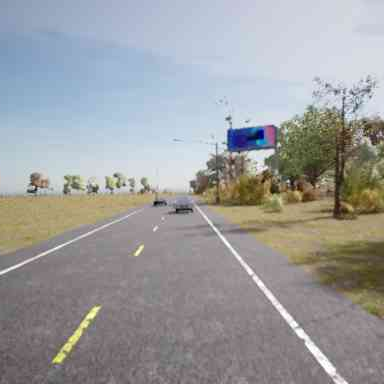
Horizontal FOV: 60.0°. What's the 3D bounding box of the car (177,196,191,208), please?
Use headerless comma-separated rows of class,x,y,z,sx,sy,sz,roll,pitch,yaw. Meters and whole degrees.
car,-1.061,1.313,46.448,1.837,1.490,4.892,-1,1,-1

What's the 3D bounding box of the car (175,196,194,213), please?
car,-0.786,1.402,34.982,2.033,1.411,5.357,-1,0,-1

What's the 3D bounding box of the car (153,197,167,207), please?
car,-4.666,1.380,48.965,1.895,1.301,4.718,-1,0,-1
